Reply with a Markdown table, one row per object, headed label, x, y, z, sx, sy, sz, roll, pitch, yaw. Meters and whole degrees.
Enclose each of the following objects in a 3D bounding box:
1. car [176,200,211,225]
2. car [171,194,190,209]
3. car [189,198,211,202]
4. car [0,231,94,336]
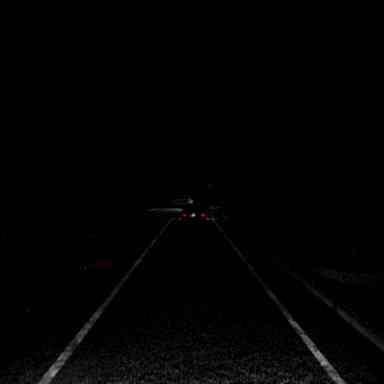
| label | x | y | z | sx | sy | sz | roll | pitch | yaw |
| --- | --- | --- | --- | --- | --- | --- | --- | --- | --- |
| car | 0.131 | 1.600 | 24.656 | 2.033 | 1.411 | 5.357 | 0 | 0 | 1 |
| car | -1.465 | 1.349 | 49.333 | 2.150 | 2.045 | 5.566 | -1 | -1 | 10 |
| car | 1.334 | 1.555 | 42.696 | 2.128 | 1.511 | 4.902 | -1 | 0 | 7 |
| car | -3.600 | 1.563 | 6.950 | 2.033 | 1.411 | 5.357 | 0 | 0 | 0 |
